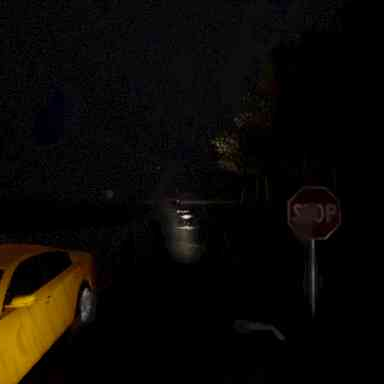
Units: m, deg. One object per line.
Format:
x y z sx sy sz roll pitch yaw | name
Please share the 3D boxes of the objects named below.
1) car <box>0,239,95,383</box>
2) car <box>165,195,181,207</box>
-2.746 1.489 4.229 1.882 1.535 5.008 0 0 0 | car
-2.760 1.252 48.889 2.097 1.767 4.553 0 0 0 | car
